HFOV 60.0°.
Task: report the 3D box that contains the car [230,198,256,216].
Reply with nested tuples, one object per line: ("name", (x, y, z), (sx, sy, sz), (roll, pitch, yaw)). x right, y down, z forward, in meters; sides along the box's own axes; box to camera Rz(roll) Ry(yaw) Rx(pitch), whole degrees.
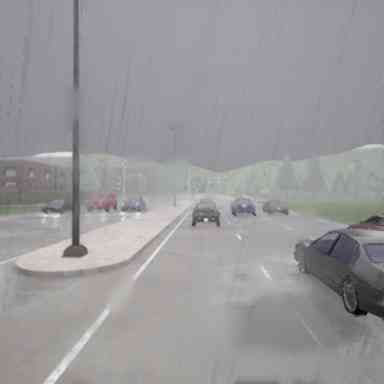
("car", (4.856, 1.331, 32.253), (2.097, 1.767, 4.553), (0, 0, 2))

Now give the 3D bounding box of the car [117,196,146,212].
("car", (-6.547, 1.292, 37.523), (2.097, 1.767, 4.553), (0, 0, 3))

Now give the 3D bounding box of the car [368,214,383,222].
("car", (7.566, 1.534, 12.579), (1.812, 1.442, 4.674), (0, 0, 2))

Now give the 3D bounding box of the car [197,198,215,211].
("car", (1.705, 1.509, 40.644), (2.033, 1.411, 5.357), (0, 0, 2))

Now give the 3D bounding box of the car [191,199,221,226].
("car", (0.986, 1.484, 23.437), (1.837, 1.490, 4.892), (0, 1, 2))

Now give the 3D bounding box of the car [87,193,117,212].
("car", (-10.037, 1.157, 37.765), (2.150, 2.045, 5.566), (0, 0, 3))

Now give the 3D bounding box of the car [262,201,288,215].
("car", (8.430, 1.552, 33.968), (1.994, 1.385, 4.181), (0, 0, 2))

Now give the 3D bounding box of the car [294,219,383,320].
("car", (3.831, 1.550, 7.407), (2.033, 1.411, 5.357), (0, 0, 2))

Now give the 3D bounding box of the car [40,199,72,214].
("car", (-13.702, 1.471, 34.739), (2.033, 1.411, 5.357), (0, 0, 3))
